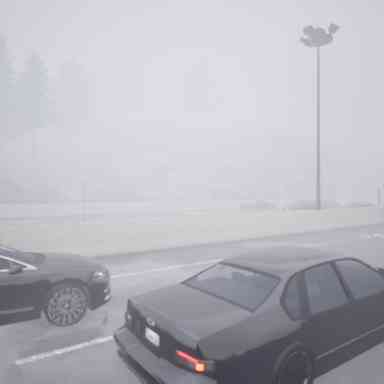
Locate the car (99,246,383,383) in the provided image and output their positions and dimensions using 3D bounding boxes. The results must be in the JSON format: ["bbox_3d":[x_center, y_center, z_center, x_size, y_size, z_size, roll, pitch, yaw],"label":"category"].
[{"bbox_3d":[1.629,1.548,4.914,5.357,1.411,2.033,0,0,-36],"label":"car"}]

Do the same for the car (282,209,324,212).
[{"bbox_3d":[11.059,1.493,33.403,4.902,1.511,2.128,0,0,-35],"label":"car"}]

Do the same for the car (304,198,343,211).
[{"bbox_3d":[16.486,1.548,41.583,5.357,1.411,2.033,0,0,-35],"label":"car"}]

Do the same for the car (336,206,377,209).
[{"bbox_3d":[16.155,1.600,32.745,4.718,1.301,1.895,0,0,-36],"label":"car"}]

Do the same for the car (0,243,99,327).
[{"bbox_3d":[-3.783,1.494,5.380,4.902,1.511,2.128,0,0,-35],"label":"car"}]
